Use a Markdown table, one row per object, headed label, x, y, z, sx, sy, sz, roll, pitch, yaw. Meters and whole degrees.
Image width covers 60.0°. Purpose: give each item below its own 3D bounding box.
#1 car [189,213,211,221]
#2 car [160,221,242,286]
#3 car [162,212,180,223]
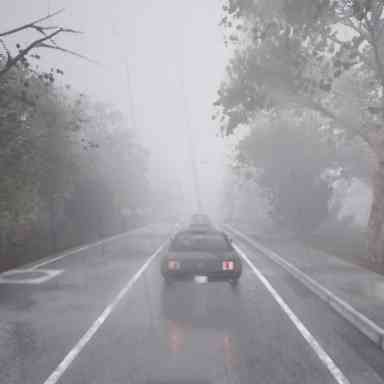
| label | x | y | z | sx | sy | sz | roll | pitch | yaw |
| --- | --- | --- | --- | --- | --- | --- | --- | --- | --- |
| car | 0.733 | 2.600 | 29.399 | 2.033 | 1.411 | 5.357 | 0 | -3 | 2 |
| car | 0.267 | 1.744 | 9.725 | 1.895 | 1.301 | 4.718 | 0 | -2 | 2 |
| car | -2.590 | 3.254 | 42.672 | 1.812 | 1.442 | 4.674 | 0 | -3 | 2 |
